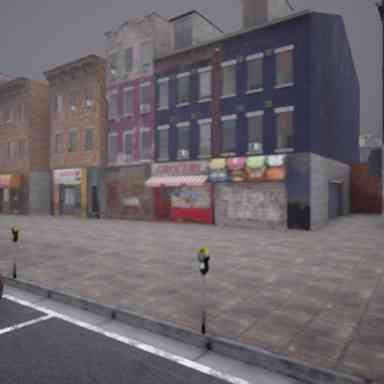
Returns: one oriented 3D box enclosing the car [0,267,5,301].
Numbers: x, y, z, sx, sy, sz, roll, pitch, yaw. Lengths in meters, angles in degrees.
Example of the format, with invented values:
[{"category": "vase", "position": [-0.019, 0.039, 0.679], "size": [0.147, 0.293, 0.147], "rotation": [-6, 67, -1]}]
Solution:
[{"category": "car", "position": [-5.332, 1.583, 6.610], "size": [4.206, 1.307, 1.802], "rotation": [0, 0, 35]}]
